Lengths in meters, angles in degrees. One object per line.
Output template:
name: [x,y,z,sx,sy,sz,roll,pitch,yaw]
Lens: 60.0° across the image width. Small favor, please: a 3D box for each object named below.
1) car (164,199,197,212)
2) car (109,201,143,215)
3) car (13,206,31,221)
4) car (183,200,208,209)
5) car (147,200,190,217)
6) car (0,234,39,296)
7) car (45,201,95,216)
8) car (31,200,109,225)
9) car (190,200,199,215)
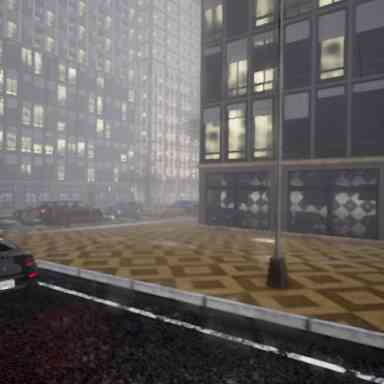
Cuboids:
car: [-1.579,1.847,46.546,1.882,1.535,5.008,1,0,36]
car: [-7.816,1.784,38.130,1.837,1.490,4.892,1,0,36]
car: [-13.803,1.754,30.039,1.994,1.385,4.181,1,0,36]
car: [0.575,1.961,53.852,1.947,1.339,4.313,0,0,36]
car: [-2.638,1.890,35.410,1.752,1.417,4.829,0,0,36]
car: [-5.274,1.542,7.447,4.674,1.442,1.812,0,0,35]
car: [-12.934,1.724,35.581,1.752,1.417,4.829,0,0,36]
car: [-9.443,1.580,26.204,2.192,1.841,5.009,0,0,36]
car: [0.614,1.995,39.809,1.802,1.307,4.206,0,0,36]
